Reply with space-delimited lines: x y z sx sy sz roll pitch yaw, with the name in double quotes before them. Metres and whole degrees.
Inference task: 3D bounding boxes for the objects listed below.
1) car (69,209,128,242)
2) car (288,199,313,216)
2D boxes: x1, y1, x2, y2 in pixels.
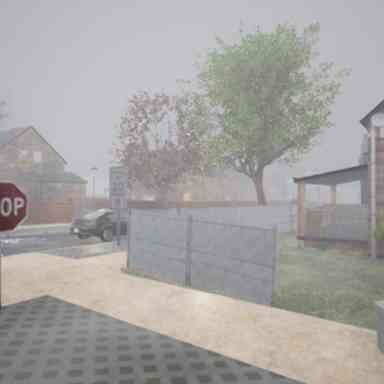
"car" -3.736 1.545 16.364 1.812 1.442 4.674 0 -1 35
"car" 13.741 1.922 41.683 2.150 2.045 5.566 0 -1 35
